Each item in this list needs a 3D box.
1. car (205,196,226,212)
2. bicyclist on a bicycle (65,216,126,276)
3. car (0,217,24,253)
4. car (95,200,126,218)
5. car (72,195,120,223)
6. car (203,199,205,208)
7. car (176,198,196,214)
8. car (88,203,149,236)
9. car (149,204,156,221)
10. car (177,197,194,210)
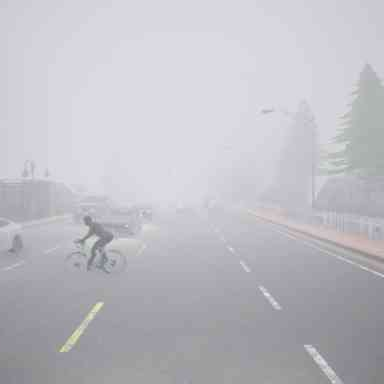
[{"bbox_3d":[2.842,1.526,39.390,1.812,1.442,4.674,0,0,-1],"label":"car"},{"bbox_3d":[-2.613,1.455,8.917,1.656,1.620,0.582,-2,0,-1],"label":"bicyclist on a bicycle"},{"bbox_3d":[-7.274,1.526,10.915,1.812,1.442,4.674,0,0,-1],"label":"car"},{"bbox_3d":[-7.641,1.529,31.496,1.812,1.442,4.674,0,0,-1],"label":"car"},{"bbox_3d":[-7.484,1.226,26.004,2.150,2.045,5.566,0,0,-1],"label":"car"},{"bbox_3d":[2.639,1.352,48.370,2.097,1.767,4.553,0,0,0],"label":"car"},{"bbox_3d":[-0.599,1.526,35.514,1.812,1.442,4.674,0,0,-1],"label":"car"},{"bbox_3d":[-3.925,1.547,18.786,2.033,1.411,5.357,0,0,-1],"label":"car"},{"bbox_3d":[-3.990,1.613,26.863,1.895,1.301,4.718,0,0,-1],"label":"car"},{"bbox_3d":[-0.833,1.491,44.769,2.128,1.511,4.902,0,0,-1],"label":"car"}]
